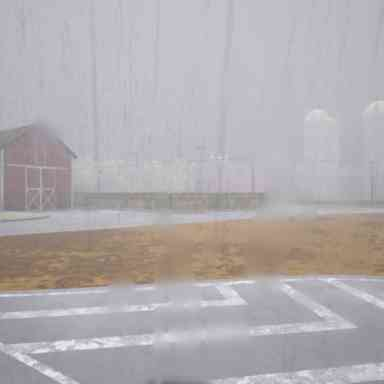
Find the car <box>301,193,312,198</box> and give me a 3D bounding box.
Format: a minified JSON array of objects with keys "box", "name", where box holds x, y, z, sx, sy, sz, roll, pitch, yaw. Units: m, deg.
[{"box":[30.011,1.616,86.894,2.242,1.667,4.611,0,0,35],"name":"car"}]
